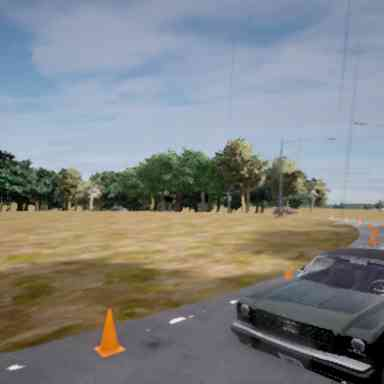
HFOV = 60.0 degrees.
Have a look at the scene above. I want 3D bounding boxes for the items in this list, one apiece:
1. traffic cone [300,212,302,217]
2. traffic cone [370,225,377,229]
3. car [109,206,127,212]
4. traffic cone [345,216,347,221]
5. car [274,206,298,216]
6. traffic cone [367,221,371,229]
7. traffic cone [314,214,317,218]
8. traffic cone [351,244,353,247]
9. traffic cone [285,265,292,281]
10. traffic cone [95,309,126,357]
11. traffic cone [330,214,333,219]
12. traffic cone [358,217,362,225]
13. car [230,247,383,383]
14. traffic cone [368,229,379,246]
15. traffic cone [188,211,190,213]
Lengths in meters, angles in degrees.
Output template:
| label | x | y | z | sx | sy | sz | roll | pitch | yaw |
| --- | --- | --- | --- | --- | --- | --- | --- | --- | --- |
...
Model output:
| label | x | y | z | sx | sy | sz | roll | pitch | yaw |
| --- | --- | --- | --- | --- | --- | --- | --- | --- | --- |
| traffic cone | 15.269 | 3.155 | 46.830 | 0.340 | 0.580 | 0.340 | 3 | -3 | -8 |
| traffic cone | 10.705 | 2.217 | 19.355 | 0.340 | 0.580 | 0.340 | 1 | -1 | 27 |
| car | -19.797 | 4.518 | 89.032 | 4.902 | 1.511 | 2.128 | -1 | -4 | 23 |
| traffic cone | 15.164 | 2.597 | 32.736 | 0.340 | 0.580 | 0.340 | 2 | -2 | 9 |
| car | 15.493 | 3.137 | 55.042 | 1.882 | 1.535 | 5.008 | 3 | -4 | -19 |
| traffic cone | 12.657 | 2.320 | 23.653 | 0.340 | 0.580 | 0.340 | 1 | -1 | 21 |
| traffic cone | 15.727 | 2.953 | 42.138 | 0.340 | 0.580 | 0.340 | 2 | -2 | -2 |
| traffic cone | 5.514 | 2.094 | 11.482 | 0.340 | 0.580 | 0.340 | 0 | 0 | 39 |
| traffic cone | 2.332 | 2.051 | 7.995 | 0.340 | 0.580 | 0.340 | 1 | -1 | -45 |
| traffic cone | -1.196 | 2.012 | 4.857 | 0.340 | 0.580 | 0.340 | 0 | -1 | -39 |
| traffic cone | 15.692 | 2.767 | 37.423 | 0.340 | 0.580 | 0.340 | 2 | -2 | 4 |
| traffic cone | 14.148 | 2.448 | 28.129 | 0.340 | 0.580 | 0.340 | 2 | -1 | 15 |
| car | 2.753 | 1.677 | 5.397 | 4.718 | 1.301 | 1.895 | 1 | -1 | -43 |
| traffic cone | 8.317 | 2.142 | 15.283 | 0.340 | 0.580 | 0.340 | 1 | 0 | 33 |
| traffic cone | -0.651 | 4.339 | 74.921 | 0.340 | 0.580 | 0.340 | -2 | -4 | 40 |
